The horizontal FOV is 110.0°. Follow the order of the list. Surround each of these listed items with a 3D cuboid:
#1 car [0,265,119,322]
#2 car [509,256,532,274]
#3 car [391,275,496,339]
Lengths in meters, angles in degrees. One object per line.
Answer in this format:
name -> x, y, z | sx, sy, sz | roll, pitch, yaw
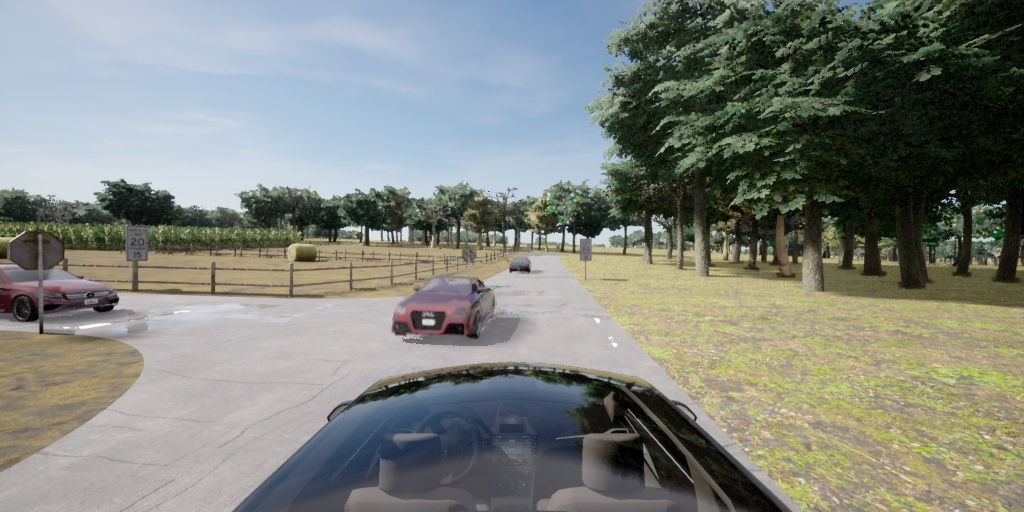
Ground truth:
car -> -14.233, 0.988, 10.461 | 4.674, 1.442, 1.812 | 1, 1, 7
car -> 0.832, 0.819, 33.769 | 1.882, 1.535, 5.008 | 0, 1, 6
car -> -1.638, 1.241, 9.853 | 1.994, 1.385, 4.181 | 1, 1, 6
